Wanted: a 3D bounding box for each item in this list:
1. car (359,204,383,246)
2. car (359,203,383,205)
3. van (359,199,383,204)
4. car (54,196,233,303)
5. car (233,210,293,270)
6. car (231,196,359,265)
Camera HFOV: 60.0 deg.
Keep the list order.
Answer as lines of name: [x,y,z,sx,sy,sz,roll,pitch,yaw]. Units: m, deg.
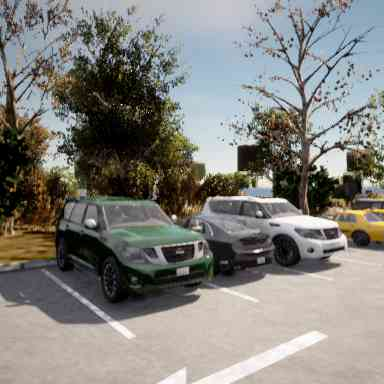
car: [6.941,1.512,15.494,1.946,1.575,5.366,1,0,-37]
car: [9.067,1.552,17.094,1.946,1.575,5.366,1,-1,-37]
van: [11.484,1.378,18.535,1.878,1.987,4.442,1,-1,-37]
car: [-1.845,1.171,8.581,2.435,2.045,5.566,0,0,-37]
car: [0.266,1.435,10.213,2.231,1.521,4.892,0,0,-37]
car: [2.504,1.199,11.886,2.435,2.045,5.566,0,0,-37]
